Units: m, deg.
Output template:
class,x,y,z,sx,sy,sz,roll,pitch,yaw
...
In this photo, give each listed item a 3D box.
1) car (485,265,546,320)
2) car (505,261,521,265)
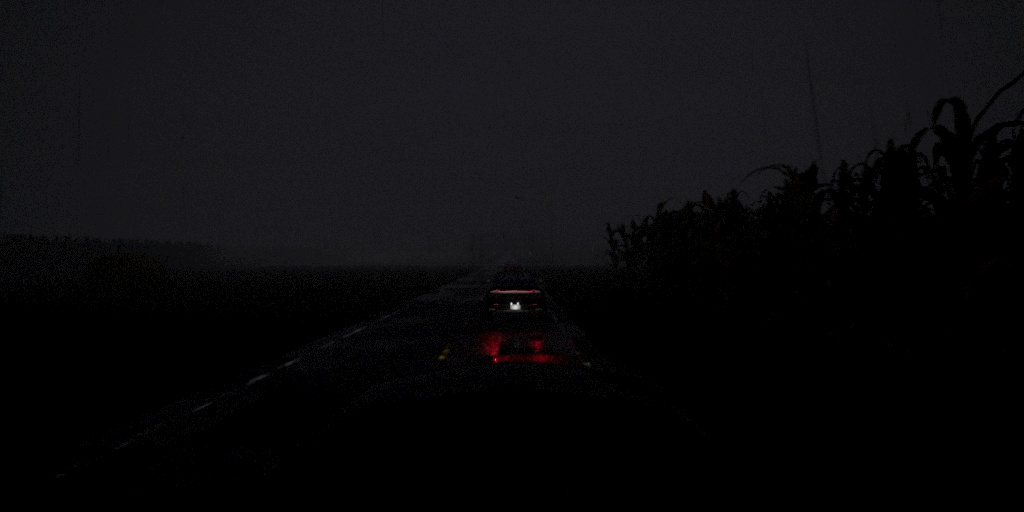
class,x,y,z,sx,sy,sz,roll,pitch,yaw
car,0.097,1.237,12.588,2.128,1.511,4.902,0,0,0
car,0.099,1.207,33.326,1.882,1.535,5.008,0,0,0
